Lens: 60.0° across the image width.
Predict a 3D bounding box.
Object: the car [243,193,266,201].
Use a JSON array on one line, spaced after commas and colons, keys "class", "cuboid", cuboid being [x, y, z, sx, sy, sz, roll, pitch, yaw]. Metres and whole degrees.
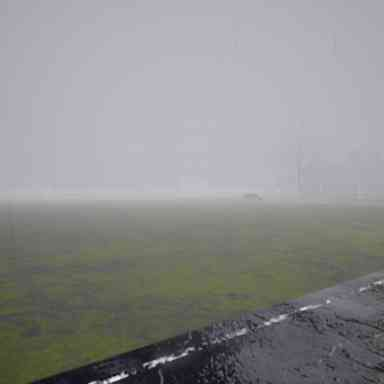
[{"class": "car", "cuboid": [11.670, 0.888, 62.728, 1.837, 1.490, 4.892, -1, 1, -35]}]
